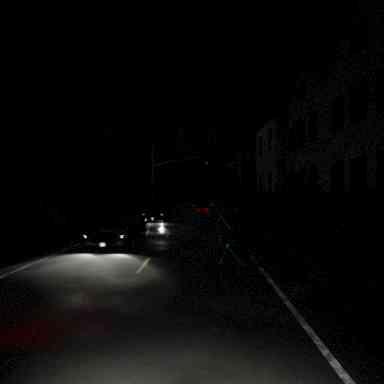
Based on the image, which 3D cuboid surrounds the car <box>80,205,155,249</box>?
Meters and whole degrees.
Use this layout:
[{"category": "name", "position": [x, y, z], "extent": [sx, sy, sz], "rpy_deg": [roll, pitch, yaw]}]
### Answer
[{"category": "car", "position": [-3.183, 1.539, 14.782], "extent": [2.033, 1.411, 5.357], "rpy_deg": [0, 0, 2]}]

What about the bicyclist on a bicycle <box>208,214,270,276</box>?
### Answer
[{"category": "bicyclist on a bicycle", "position": [1.251, 1.427, 8.872], "extent": [1.656, 1.620, 0.582], "rpy_deg": [0, 0, 2]}]

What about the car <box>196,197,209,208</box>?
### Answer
[{"category": "car", "position": [1.503, 1.465, 47.570], "extent": [2.128, 1.511, 4.902], "rpy_deg": [0, 0, 2]}]

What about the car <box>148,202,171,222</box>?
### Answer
[{"category": "car", "position": [-2.742, 1.532, 26.432], "extent": [2.033, 1.411, 5.357], "rpy_deg": [0, 0, 2]}]
